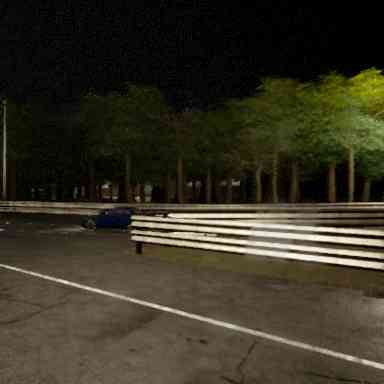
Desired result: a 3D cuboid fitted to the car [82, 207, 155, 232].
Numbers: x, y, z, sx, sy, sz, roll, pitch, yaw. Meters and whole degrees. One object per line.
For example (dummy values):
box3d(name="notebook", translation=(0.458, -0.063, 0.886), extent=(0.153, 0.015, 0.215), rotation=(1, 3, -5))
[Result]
box3d(name="car", translation=(-4.214, 1.561, 19.327), extent=(4.181, 1.385, 1.994), rotation=(0, 0, 16))
